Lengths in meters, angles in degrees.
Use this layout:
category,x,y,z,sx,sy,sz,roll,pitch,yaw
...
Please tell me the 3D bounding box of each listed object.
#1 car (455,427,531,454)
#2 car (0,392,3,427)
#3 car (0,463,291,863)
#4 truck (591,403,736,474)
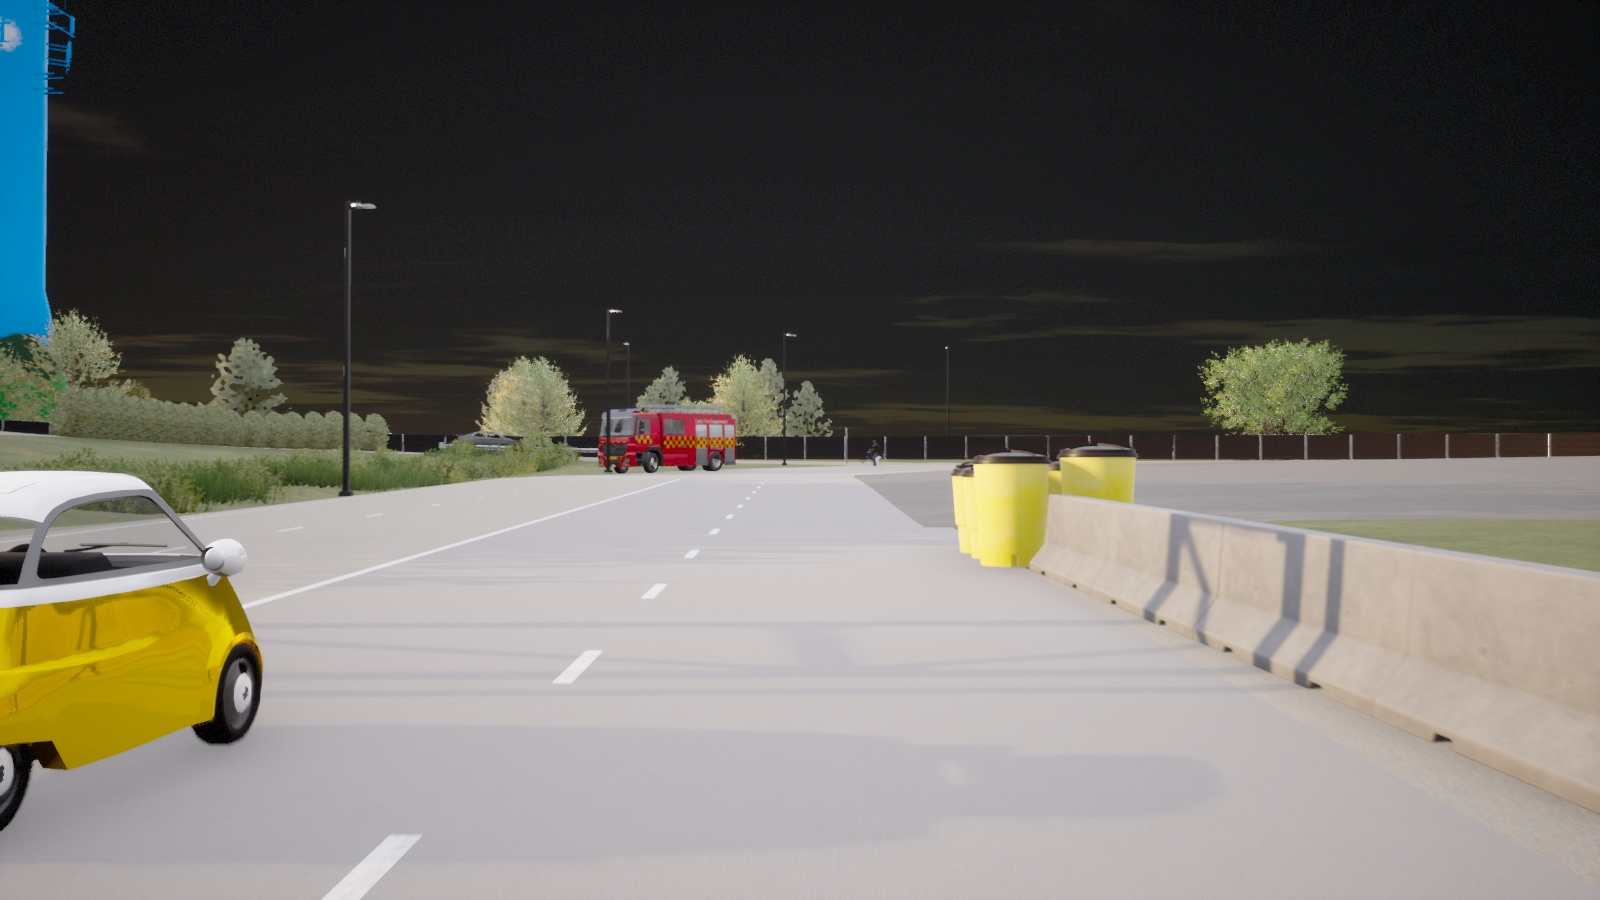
category,x,y,z,sx,sy,sz,roll,pitch,yaw
car,-21.913,-0.657,89.560,5.027,1.651,2.152,2,-2,-20
car,-39.435,-1.928,57.724,2.152,1.651,5.027,0,0,3
car,-3.453,0.768,5.566,1.481,1.376,2.207,0,1,0
truck,-7.576,-0.617,71.018,2.891,3.827,8.468,-1,0,40
